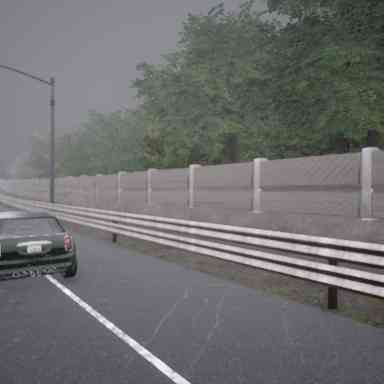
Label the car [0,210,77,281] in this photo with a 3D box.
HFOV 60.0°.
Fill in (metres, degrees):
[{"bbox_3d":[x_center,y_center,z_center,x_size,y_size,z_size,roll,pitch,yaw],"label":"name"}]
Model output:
[{"bbox_3d":[-4.881,1.312,9.313,2.097,1.767,4.553,0,0,-37],"label":"car"}]
